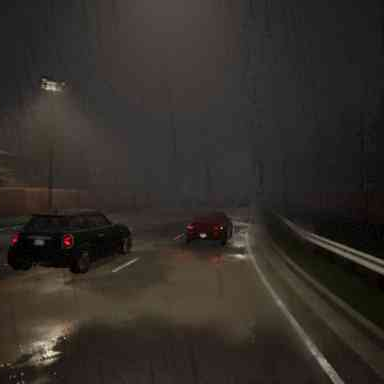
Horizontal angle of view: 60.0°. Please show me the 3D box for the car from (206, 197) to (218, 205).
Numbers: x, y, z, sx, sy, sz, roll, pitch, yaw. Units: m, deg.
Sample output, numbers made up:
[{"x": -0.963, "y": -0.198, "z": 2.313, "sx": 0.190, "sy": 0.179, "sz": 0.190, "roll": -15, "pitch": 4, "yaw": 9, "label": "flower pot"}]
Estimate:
[{"x": 4.230, "y": 1.938, "z": 70.817, "sx": 1.837, "sy": 1.490, "sz": 4.892, "roll": 1, "pitch": 0, "yaw": 11, "label": "car"}]

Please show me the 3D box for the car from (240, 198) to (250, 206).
[{"x": 11.102, "y": 2.030, "z": 69.489, "sx": 1.837, "sy": 1.490, "sz": 4.892, "roll": 1, "pitch": 0, "yaw": 11, "label": "car"}]

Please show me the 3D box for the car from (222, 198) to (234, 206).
[{"x": 7.665, "y": 2.009, "z": 70.153, "sx": 2.128, "sy": 1.511, "sz": 4.902, "roll": 1, "pitch": 0, "yaw": 11, "label": "car"}]

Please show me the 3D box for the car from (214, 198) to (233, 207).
[{"x": 5.688, "y": 2.058, "z": 59.922, "sx": 2.033, "sy": 1.411, "sz": 5.357, "roll": 1, "pitch": 0, "yaw": 11, "label": "car"}]

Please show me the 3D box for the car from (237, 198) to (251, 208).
[{"x": 9.125, "y": 2.061, "z": 59.258, "sx": 1.837, "sy": 1.490, "sz": 4.892, "roll": 1, "pitch": 0, "yaw": 11, "label": "car"}]

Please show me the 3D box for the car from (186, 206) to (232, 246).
[{"x": 0.906, "y": 1.655, "z": 16.169, "sx": 1.812, "sy": 1.442, "sz": 4.674, "roll": 1, "pitch": 0, "yaw": 11, "label": "car"}]

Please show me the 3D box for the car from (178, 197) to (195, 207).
[{"x": -1.184, "y": 1.922, "z": 61.250, "sx": 1.837, "sy": 1.490, "sz": 4.892, "roll": 1, "pitch": 0, "yaw": 11, "label": "car"}]

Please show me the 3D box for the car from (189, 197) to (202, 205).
[{"x": 0.793, "y": 1.917, "z": 71.481, "sx": 2.128, "sy": 1.511, "sz": 4.902, "roll": 1, "pitch": 0, "yaw": 11, "label": "car"}]

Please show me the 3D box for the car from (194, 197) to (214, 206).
[{"x": 2.253, "y": 1.942, "z": 60.586, "sx": 1.882, "sy": 1.535, "sz": 5.008, "roll": 1, "pitch": 0, "yaw": 11, "label": "car"}]

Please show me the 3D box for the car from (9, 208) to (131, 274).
[{"x": -3.665, "y": 1.378, "z": 10.945, "sx": 2.097, "sy": 1.767, "sz": 4.553, "roll": 1, "pitch": 0, "yaw": 11, "label": "car"}]

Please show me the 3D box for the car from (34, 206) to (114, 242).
[{"x": -5.969, "y": 1.563, "z": 17.483, "sx": 1.812, "sy": 1.442, "sz": 4.674, "roll": 1, "pitch": 0, "yaw": 11, "label": "car"}]
